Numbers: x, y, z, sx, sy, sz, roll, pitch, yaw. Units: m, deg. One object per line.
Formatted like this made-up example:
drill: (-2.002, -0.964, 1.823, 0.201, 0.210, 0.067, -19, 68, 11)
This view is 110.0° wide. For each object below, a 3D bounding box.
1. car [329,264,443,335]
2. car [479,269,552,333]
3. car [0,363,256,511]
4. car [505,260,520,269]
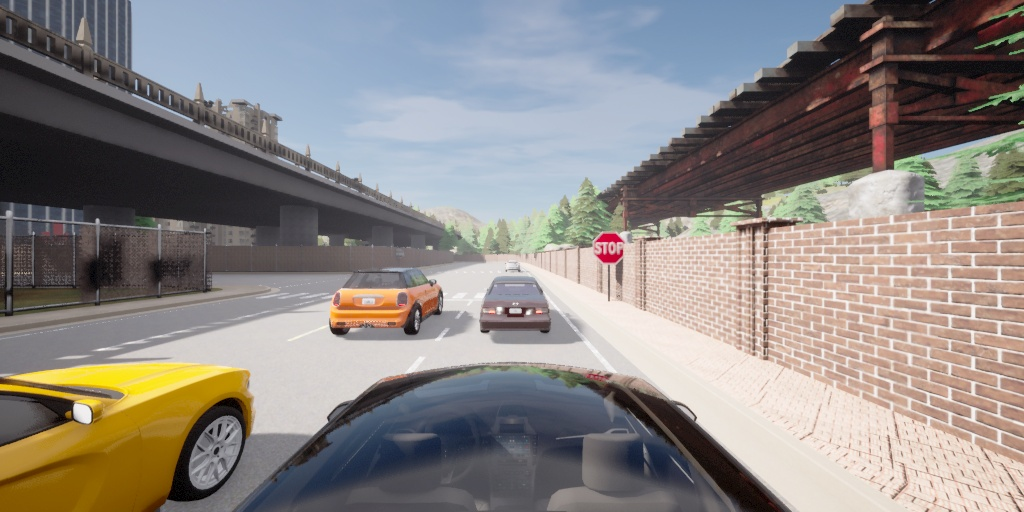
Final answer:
car: (-3.423, 1.102, 10.670, 2.097, 1.767, 4.553, 0, 0, 0)
car: (0.078, 1.297, 10.693, 2.033, 1.411, 5.357, 0, 0, 0)
car: (-3.399, 1.228, 1.413, 1.882, 1.535, 5.008, 0, 0, 0)
car: (0.086, 1.276, 45.529, 1.812, 1.442, 4.674, 0, 0, -1)
